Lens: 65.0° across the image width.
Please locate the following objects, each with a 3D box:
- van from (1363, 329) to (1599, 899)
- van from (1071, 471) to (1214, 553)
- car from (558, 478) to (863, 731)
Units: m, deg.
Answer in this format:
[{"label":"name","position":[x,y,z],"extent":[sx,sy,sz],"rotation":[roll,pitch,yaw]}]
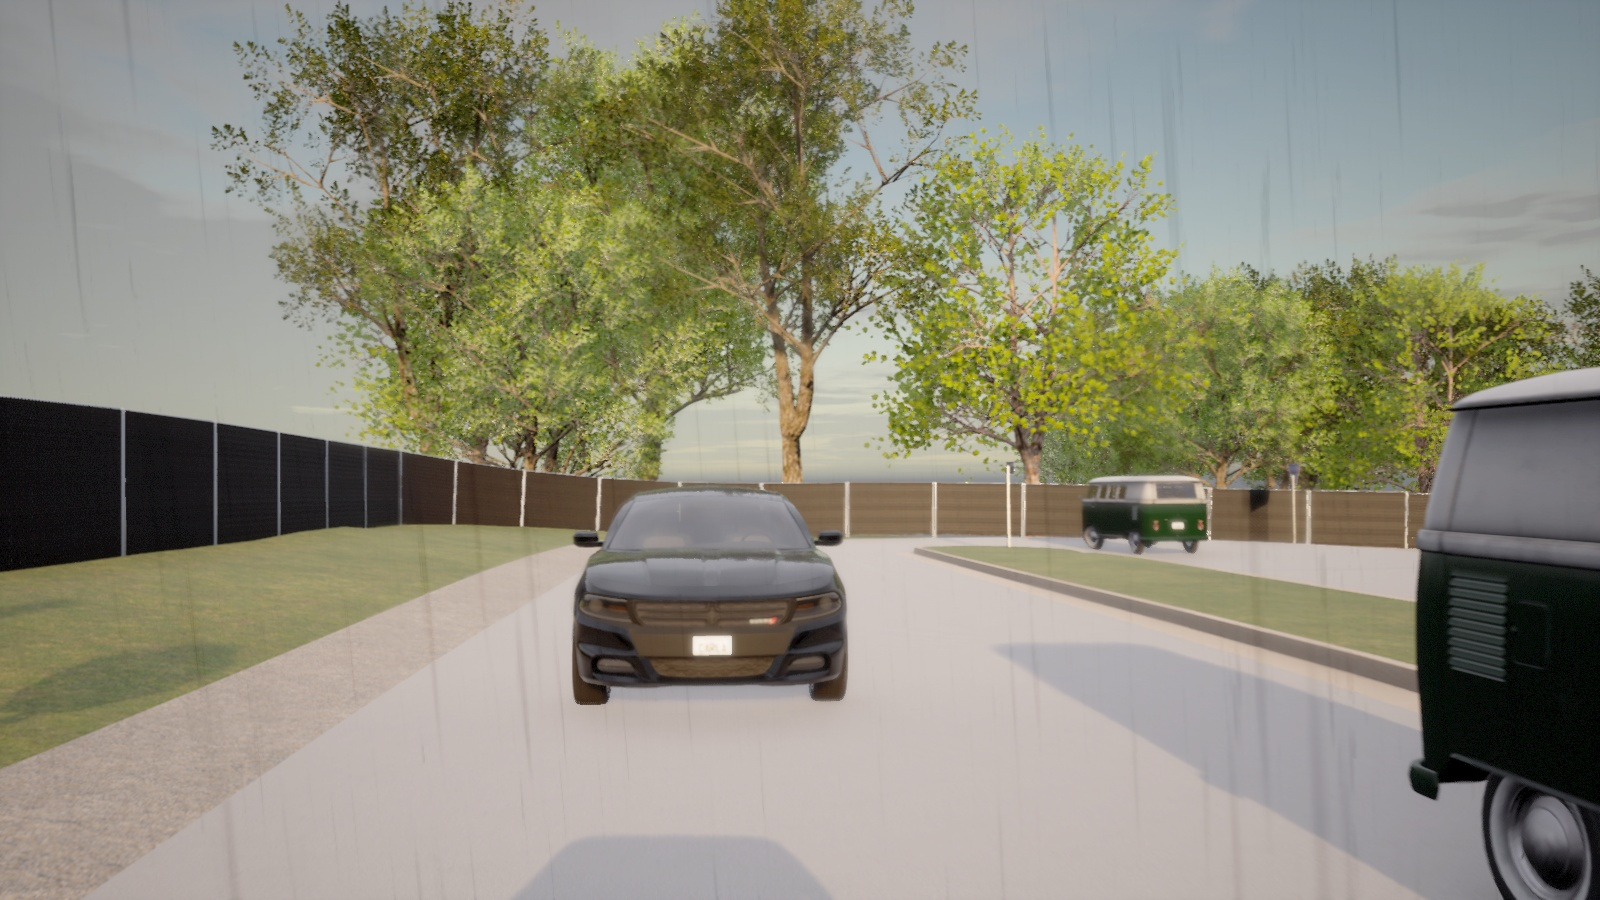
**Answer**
[{"label":"van","position":[3.368,0.615,2.978],"extent":[1.775,1.987,4.442],"rotation":[0,-1,-5]},{"label":"van","position":[8.874,1.588,32.932],"extent":[1.775,1.987,4.442],"rotation":[0,-2,-11]},{"label":"car","position":[-0.756,1.037,10.315],"extent":[1.882,1.535,5.008],"rotation":[0,-2,-5]}]
